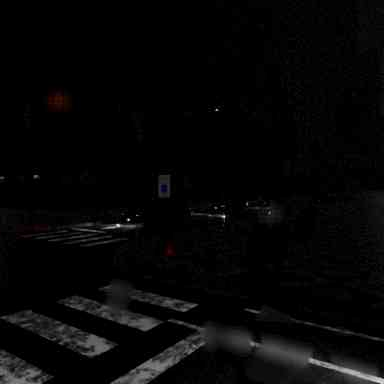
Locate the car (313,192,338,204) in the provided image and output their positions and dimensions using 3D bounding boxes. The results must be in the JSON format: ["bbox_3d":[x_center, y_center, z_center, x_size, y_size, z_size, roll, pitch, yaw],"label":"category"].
[{"bbox_3d":[18.093,0.841,45.552,1.837,1.490,4.892,0,-1,36],"label":"car"}]

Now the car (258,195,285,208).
[{"bbox_3d":[9.322,1.033,38.750,1.994,1.385,4.181,0,1,36],"label":"car"}]

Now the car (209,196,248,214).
[{"bbox_3d":[3.442,1.110,30.539,1.837,1.490,4.892,0,1,36],"label":"car"}]

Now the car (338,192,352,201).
[{"bbox_3d":[25.362,0.654,55.720,1.882,1.535,5.008,0,1,36],"label":"car"}]

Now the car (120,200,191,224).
[{"bbox_3d":[-2.259,1.283,22.504,2.033,1.411,5.357,0,1,38],"label":"car"}]
